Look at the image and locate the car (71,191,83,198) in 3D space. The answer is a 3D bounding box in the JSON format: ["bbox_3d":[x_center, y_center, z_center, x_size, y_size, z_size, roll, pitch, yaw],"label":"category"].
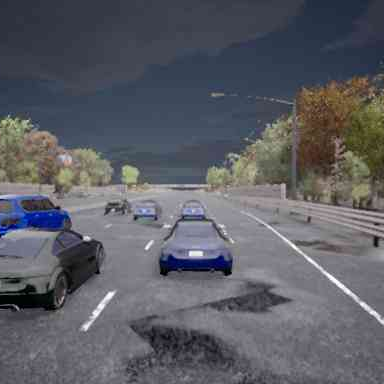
[{"bbox_3d":[-21.020,0.919,59.279,2.150,2.045,5.566,0,0,1],"label":"car"}]

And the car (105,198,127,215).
[{"bbox_3d":[-6.895,1.330,31.538,1.837,1.490,4.892,0,0,0],"label":"car"}]

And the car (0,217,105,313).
[{"bbox_3d":[-3.403,1.518,7.658,1.994,1.385,4.181,0,0,0],"label":"car"}]

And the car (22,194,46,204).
[{"bbox_3d":[-28.009,1.201,59.006,1.837,1.490,4.892,0,1,0],"label":"car"}]

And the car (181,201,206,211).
[{"bbox_3d":[0.103,1.399,26.182,2.033,1.411,5.357,0,0,0],"label":"car"}]

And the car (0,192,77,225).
[{"bbox_3d":[-6.901,1.141,13.673,2.150,2.045,5.566,0,0,0],"label":"car"}]

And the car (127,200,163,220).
[{"bbox_3d":[-3.397,1.400,26.161,2.033,1.411,5.357,0,0,0],"label":"car"}]

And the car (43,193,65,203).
[{"bbox_3d":[-24.518,1.049,59.252,2.097,1.767,4.553,0,0,1],"label":"car"}]

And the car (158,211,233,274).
[{"bbox_3d":[0.099,1.503,10.334,1.994,1.385,4.181,0,0,0],"label":"car"}]

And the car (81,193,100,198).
[{"bbox_3d":[-17.514,1.242,59.722,2.033,1.411,5.357,0,0,1],"label":"car"}]
